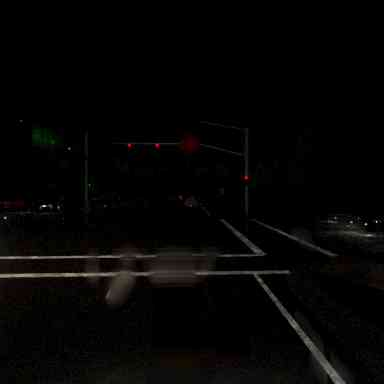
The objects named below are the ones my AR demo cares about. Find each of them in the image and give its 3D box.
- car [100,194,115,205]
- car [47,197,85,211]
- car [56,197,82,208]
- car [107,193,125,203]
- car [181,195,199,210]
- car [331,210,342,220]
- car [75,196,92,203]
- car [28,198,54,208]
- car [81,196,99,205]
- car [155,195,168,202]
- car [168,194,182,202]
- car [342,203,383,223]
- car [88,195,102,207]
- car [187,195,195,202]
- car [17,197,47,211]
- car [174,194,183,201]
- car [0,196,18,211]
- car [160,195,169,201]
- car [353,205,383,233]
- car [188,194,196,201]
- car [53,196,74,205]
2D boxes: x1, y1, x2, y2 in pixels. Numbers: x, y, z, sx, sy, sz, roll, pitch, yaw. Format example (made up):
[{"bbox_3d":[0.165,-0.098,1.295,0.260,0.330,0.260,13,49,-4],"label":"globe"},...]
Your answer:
[{"bbox_3d":[-15.230,1.564,57.665,1.994,1.385,4.181,0,0,0],"label":"car"},{"bbox_3d":[-15.207,1.491,40.352,2.128,1.511,4.902,0,0,0],"label":"car"},{"bbox_3d":[-18.731,1.547,50.974,2.033,1.411,5.357,0,0,0],"label":"car"},{"bbox_3d":[-15.181,1.225,68.146,2.150,2.045,5.566,0,0,0],"label":"car"},{"bbox_3d":[-0.116,1.526,43.216,1.812,1.442,4.674,0,0,0],"label":"car"},{"bbox_3d":[13.411,1.547,24.938,5.357,1.411,2.033,0,0,1],"label":"car"},{"bbox_3d":[-22.179,1.594,68.065,1.895,1.301,4.718,0,0,0],"label":"car"},{"bbox_3d":[-22.227,1.564,49.040,1.994,1.385,4.181,0,0,0],"label":"car"},{"bbox_3d":[-18.716,1.505,61.088,1.837,1.490,4.892,0,0,0],"label":"car"},{"bbox_3d":[-7.159,1.537,74.218,2.033,1.411,5.357,0,0,1],"label":"car"},{"bbox_3d":[-3.656,1.551,74.638,1.994,1.385,4.181,0,0,1],"label":"car"},{"bbox_3d":[12.951,1.547,21.442,5.357,1.411,2.033,0,0,1],"label":"car"},{"bbox_3d":[-15.226,1.564,49.255,1.994,1.385,4.181,0,0,0],"label":"car"},{"bbox_3d":[-0.159,1.522,74.234,1.812,1.442,4.674,0,0,1],"label":"car"},{"bbox_3d":[-18.745,1.547,40.902,2.033,1.411,5.357,0,0,0],"label":"car"},{"bbox_3d":[-3.469,1.296,84.467,2.097,1.767,4.553,0,0,1],"label":"car"},{"bbox_3d":[-22.207,1.352,40.409,2.097,1.767,4.553,0,0,0],"label":"car"},{"bbox_3d":[-6.967,1.465,84.580,1.812,1.442,4.674,0,0,1],"label":"car"},{"bbox_3d":[11.392,1.564,17.956,4.181,1.385,1.994,0,0,1],"label":"car"},{"bbox_3d":[0.031,1.419,84.414,1.882,1.535,5.008,0,0,1],"label":"car"},{"bbox_3d":[-22.219,1.526,57.782,1.812,1.442,4.674,0,0,0],"label":"car"}]
